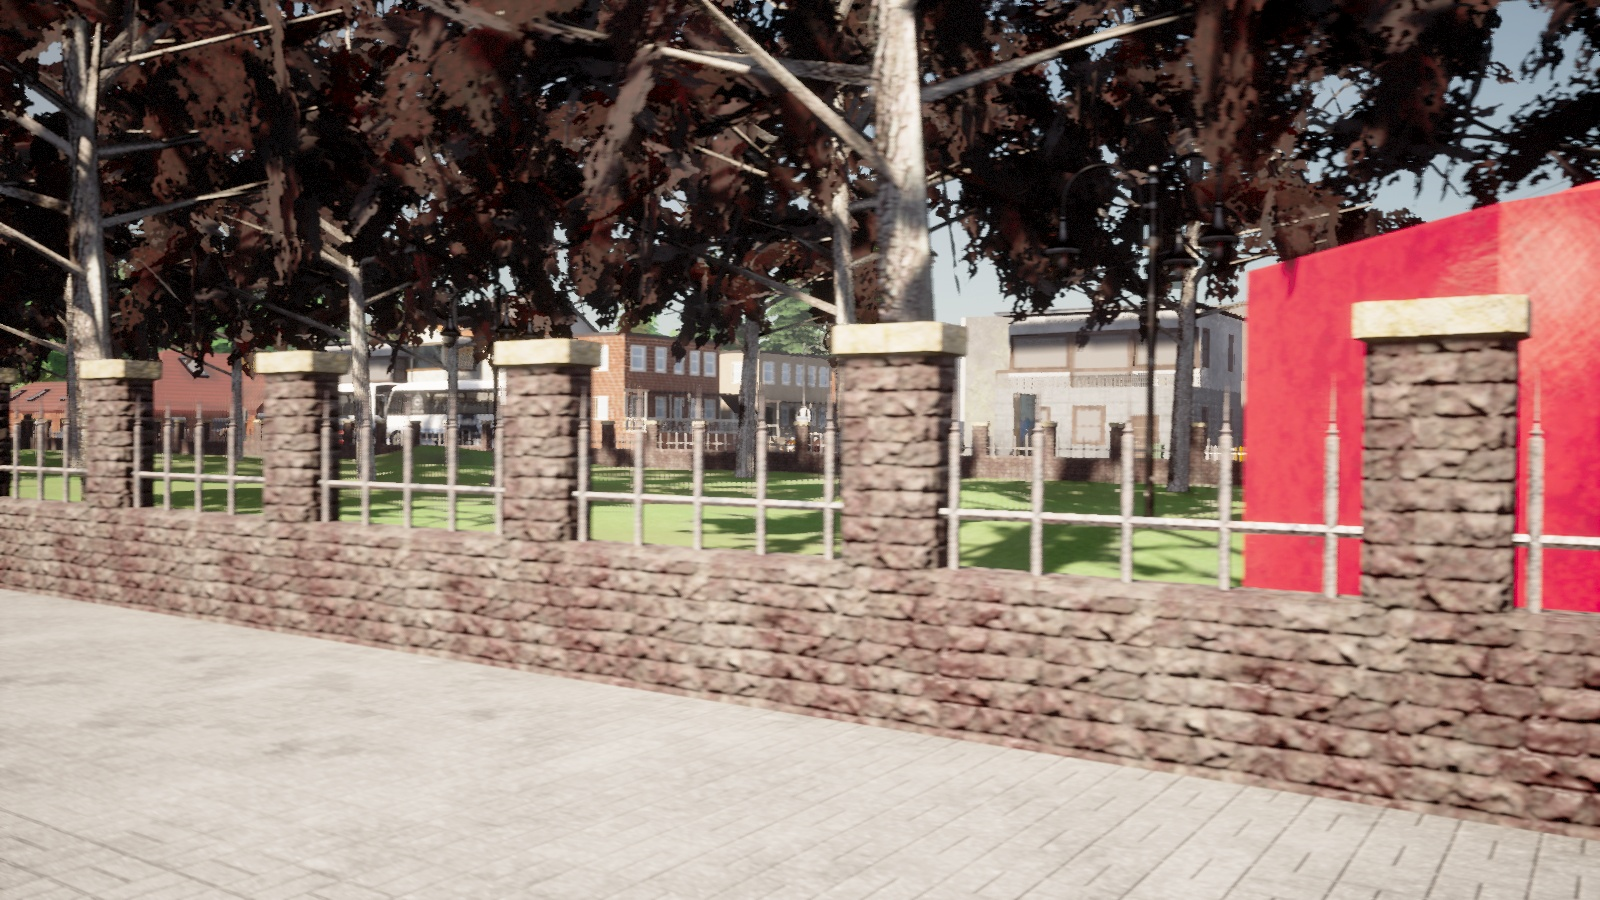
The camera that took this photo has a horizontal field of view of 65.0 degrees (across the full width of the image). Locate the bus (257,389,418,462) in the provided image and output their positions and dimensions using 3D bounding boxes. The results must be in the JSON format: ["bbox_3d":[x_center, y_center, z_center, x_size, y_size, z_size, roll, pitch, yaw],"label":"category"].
[{"bbox_3d":[-28.672,-1.446,77.702,10.273,4.253,3.944,0,1,33],"label":"bus"}]

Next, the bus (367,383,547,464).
[{"bbox_3d":[-19.420,-1.435,70.738,10.273,4.253,3.944,0,1,34],"label":"bus"}]

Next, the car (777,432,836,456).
[{"bbox_3d":[0.450,-0.406,80.520,1.970,1.475,3.806,0,1,36],"label":"car"}]
